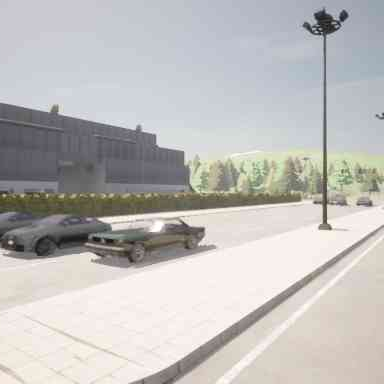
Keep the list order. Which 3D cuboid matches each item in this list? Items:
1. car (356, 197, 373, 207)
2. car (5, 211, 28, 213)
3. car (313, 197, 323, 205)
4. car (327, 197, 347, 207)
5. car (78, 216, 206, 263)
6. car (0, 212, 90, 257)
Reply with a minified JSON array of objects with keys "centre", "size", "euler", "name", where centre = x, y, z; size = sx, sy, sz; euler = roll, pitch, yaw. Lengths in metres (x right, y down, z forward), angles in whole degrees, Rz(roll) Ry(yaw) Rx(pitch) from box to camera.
[{"centre":[26.577,1.525,51.259],"size":[1.812,1.442,4.674],"euler":[0,0,36],"name":"car"},{"centre":[-8.063,1.564,15.068],"size":[1.994,1.385,4.181],"euler":[0,0,36],"name":"car"},{"centre":[22.603,1.547,57.712],"size":[2.033,1.411,5.357],"euler":[0,0,36],"name":"car"},{"centre":[23.118,1.492,52.443],"size":[2.128,1.511,4.902],"euler":[0,0,36],"name":"car"},{"centre":[-1.497,1.601,12.207],"size":[1.895,1.301,4.718],"euler":[0,0,36],"name":"car"},{"centre":[-5.124,1.564,13.158],"size":[1.994,1.385,4.181],"euler":[0,0,36],"name":"car"}]
